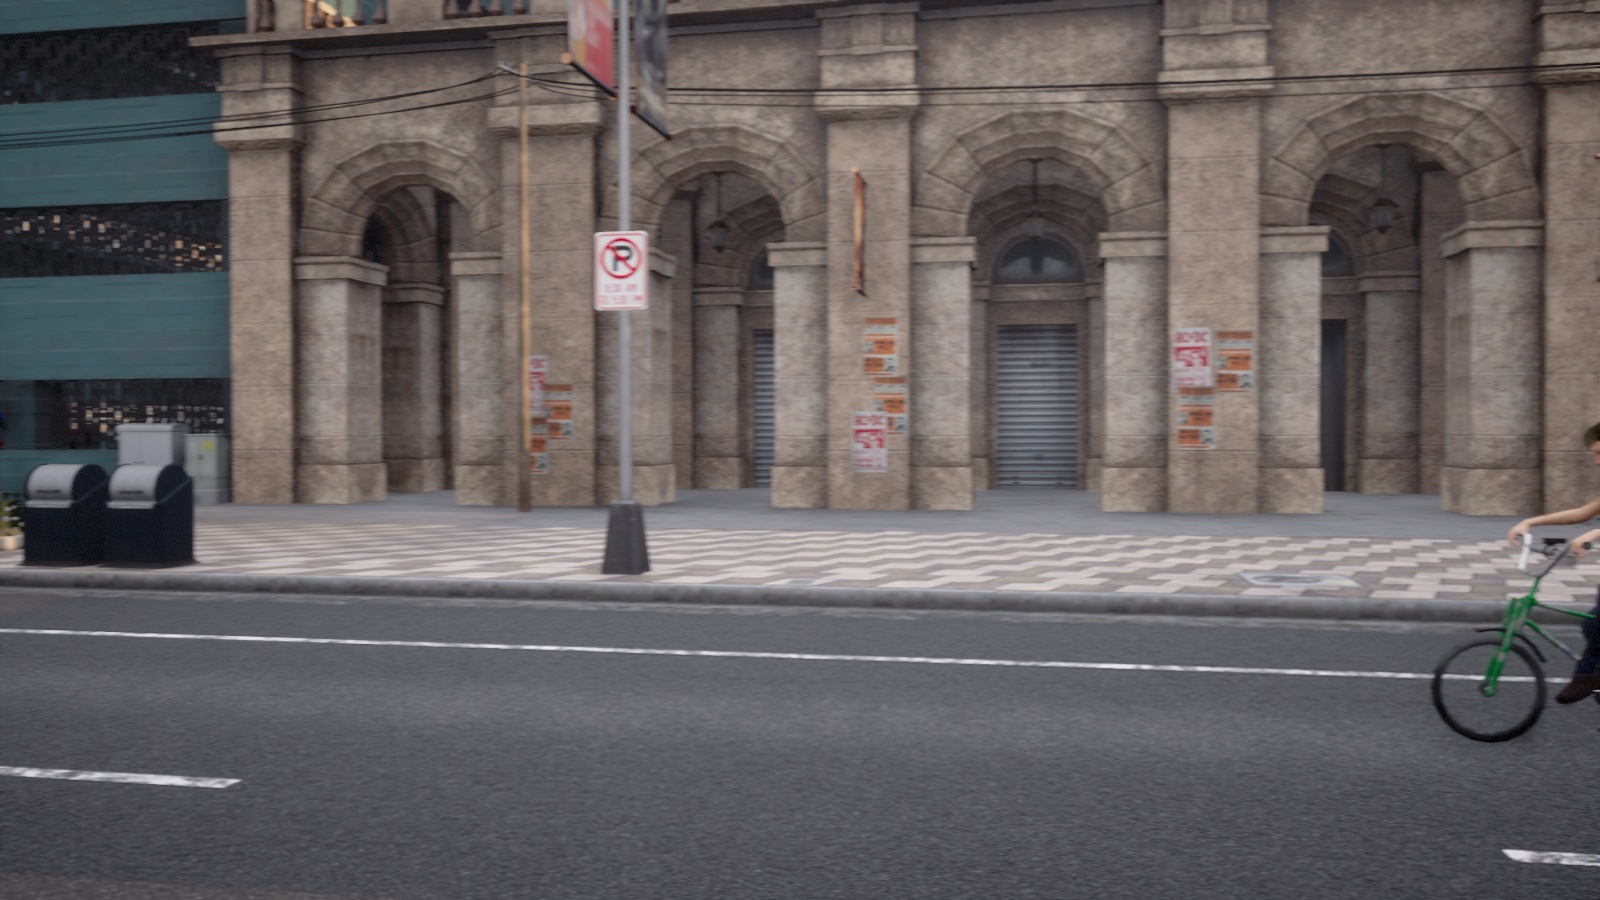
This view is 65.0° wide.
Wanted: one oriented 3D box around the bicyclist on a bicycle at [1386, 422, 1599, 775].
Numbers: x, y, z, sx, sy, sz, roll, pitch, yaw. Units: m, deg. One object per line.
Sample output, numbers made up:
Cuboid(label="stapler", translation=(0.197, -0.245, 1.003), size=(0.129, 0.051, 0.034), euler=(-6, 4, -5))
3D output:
Cuboid(label="bicyclist on a bicycle", translation=(3.809, 0.677, 6.157), size=(1.509, 1.612, 0.866), euler=(0, 1, 11))
